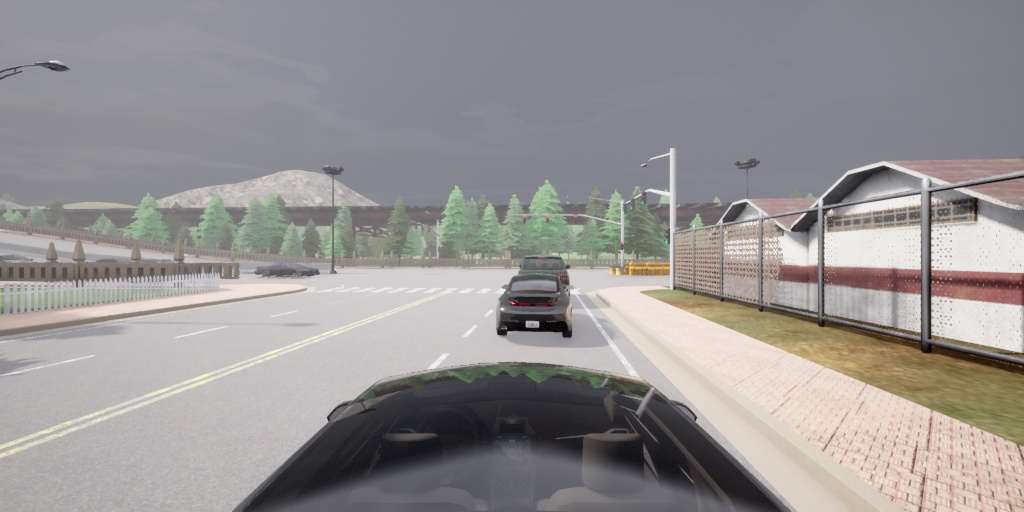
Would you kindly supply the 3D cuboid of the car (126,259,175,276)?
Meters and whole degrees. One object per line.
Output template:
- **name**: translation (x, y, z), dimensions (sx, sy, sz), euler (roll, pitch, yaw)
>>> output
- **car**: translation (-29.213, 1.080, 30.405), dimensions (4.553, 1.767, 2.097), euler (1, 0, 4)

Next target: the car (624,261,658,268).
- **car**: translation (15.786, 1.351, 41.499), dimensions (4.718, 1.301, 1.895), euler (0, 0, 4)

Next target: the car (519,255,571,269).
- **car**: translation (1.467, 0.971, 16.300), dimensions (2.150, 2.045, 5.566), euler (0, 0, 7)

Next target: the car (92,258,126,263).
- **car**: translation (-37.667, 0.977, 34.517), dimensions (4.892, 1.490, 1.837), euler (2, 0, 4)

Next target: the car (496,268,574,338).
- **car**: translation (0.706, 1.255, 10.289), dimensions (1.837, 1.490, 4.892), euler (0, 0, 6)

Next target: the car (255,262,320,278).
- **car**: translation (-20.862, 1.294, 33.324), dimensions (5.357, 1.411, 2.033), euler (0, 0, 4)

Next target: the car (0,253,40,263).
- **car**: translation (-44.204, 0.591, 31.494), dimensions (4.892, 1.490, 1.837), euler (4, 0, 4)
